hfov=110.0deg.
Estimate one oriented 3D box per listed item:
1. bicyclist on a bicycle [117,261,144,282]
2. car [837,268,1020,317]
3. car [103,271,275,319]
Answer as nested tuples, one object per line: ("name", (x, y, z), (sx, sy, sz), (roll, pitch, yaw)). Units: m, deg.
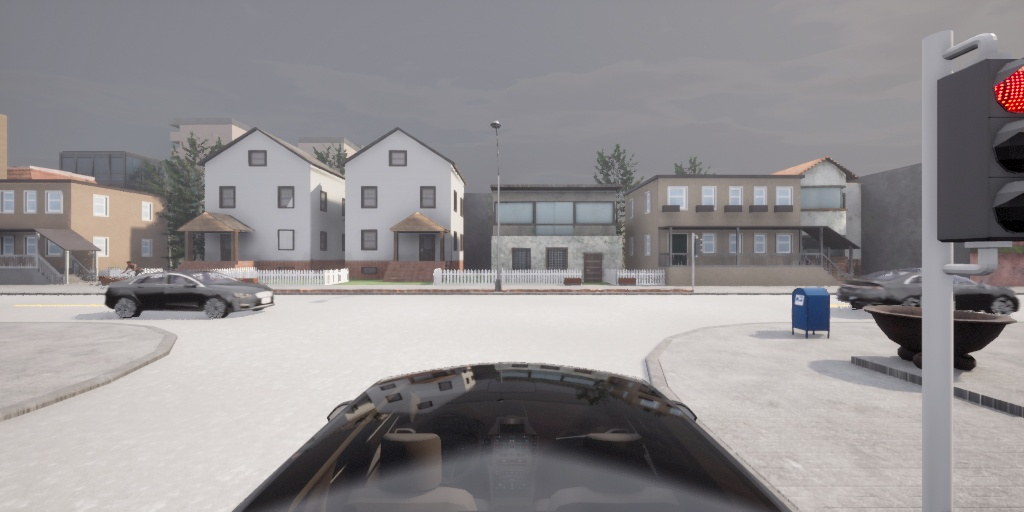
("bicyclist on a bicycle", (-21.875, 1.099, 20.647), (0.582, 1.620, 1.656), (0, 0, 0))
("car", (14.095, 1.241, 12.270), (4.902, 1.511, 2.128), (0, 0, 0))
("car", (-10.770, 1.241, 12.172), (4.902, 1.511, 2.128), (0, 0, 1))
